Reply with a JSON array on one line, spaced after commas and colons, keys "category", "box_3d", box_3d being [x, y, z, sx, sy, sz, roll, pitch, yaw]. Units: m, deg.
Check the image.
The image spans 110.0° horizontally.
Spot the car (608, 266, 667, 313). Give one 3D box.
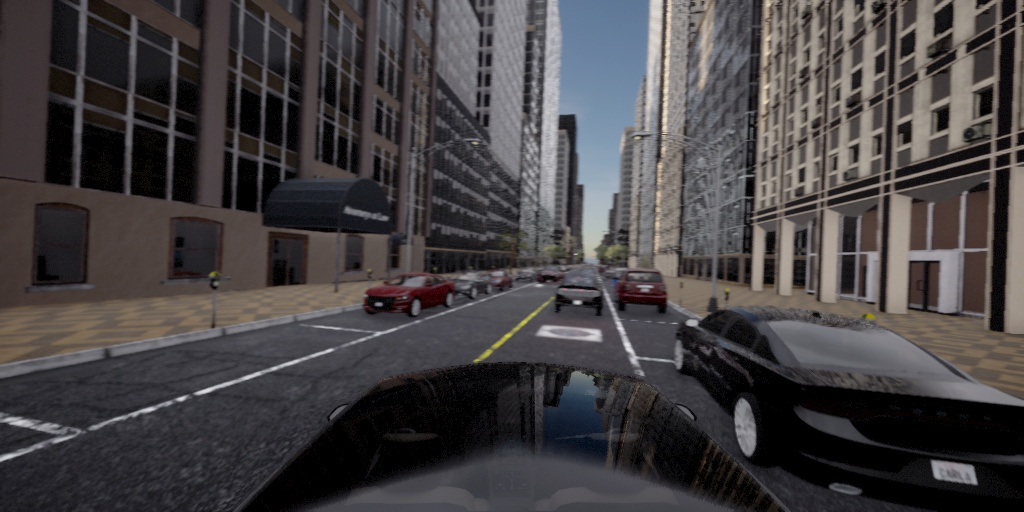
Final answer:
[{"category": "car", "box_3d": [5.853, 1.506, 16.763, 2.192, 1.841, 5.009, 0, 0, 13]}]

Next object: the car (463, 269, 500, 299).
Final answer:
[{"category": "car", "box_3d": [-2.313, 1.403, 18.617, 2.007, 1.370, 4.403, 0, 0, 13]}]

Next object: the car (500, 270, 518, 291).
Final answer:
[{"category": "car", "box_3d": [-1.059, 1.557, 24.159, 1.802, 1.307, 4.207, 0, 0, 13]}]

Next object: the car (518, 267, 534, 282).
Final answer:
[{"category": "car", "box_3d": [1.447, 1.771, 35.244, 2.007, 1.370, 4.403, 0, 0, 13]}]

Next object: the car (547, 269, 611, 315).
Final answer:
[{"category": "car", "box_3d": [2.953, 1.539, 15.527, 2.128, 1.511, 4.902, 2, -1, 13]}]

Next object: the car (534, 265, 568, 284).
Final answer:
[{"category": "car", "box_3d": [3.659, 1.642, 33.039, 2.097, 1.767, 4.553, 2, -1, 13]}]

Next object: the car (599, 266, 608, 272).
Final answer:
[{"category": "car", "box_3d": [12.120, 2.353, 44.474, 2.007, 1.370, 4.403, 0, 0, 13]}]

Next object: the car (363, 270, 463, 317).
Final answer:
[{"category": "car", "box_3d": [-3.566, 1.275, 13.075, 1.888, 1.381, 4.507, 0, 0, 13]}]

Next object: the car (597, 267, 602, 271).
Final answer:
[{"category": "car", "box_3d": [6.849, 1.975, 32.757, 2.033, 1.411, 5.357, 2, -1, 13]}]

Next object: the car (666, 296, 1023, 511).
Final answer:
[{"category": "car", "box_3d": [3.675, 1.428, 4.950, 1.882, 1.535, 5.008, 2, -1, 13]}]
